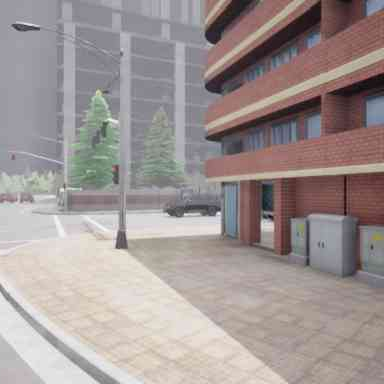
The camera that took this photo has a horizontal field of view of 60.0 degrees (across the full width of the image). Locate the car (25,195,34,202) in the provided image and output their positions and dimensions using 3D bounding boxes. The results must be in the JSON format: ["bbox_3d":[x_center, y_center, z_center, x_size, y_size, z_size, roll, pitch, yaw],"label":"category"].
[{"bbox_3d":[-38.721,1.514,79.253,1.812,1.442,4.674,0,0,-23],"label":"car"}]

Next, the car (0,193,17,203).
[{"bbox_3d":[-37.966,1.216,68.479,2.150,2.045,5.566,0,0,-23],"label":"car"}]

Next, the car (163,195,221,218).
[{"bbox_3d":[0.124,1.274,31.329,5.566,2.045,2.150,0,0,-22],"label":"car"}]

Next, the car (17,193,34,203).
[{"bbox_3d":[-34.599,1.217,69.502,2.150,2.045,5.566,0,0,-23],"label":"car"}]

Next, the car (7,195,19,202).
[{"bbox_3d":[-42.107,1.530,78.274,2.033,1.411,5.357,0,0,-23],"label":"car"}]
